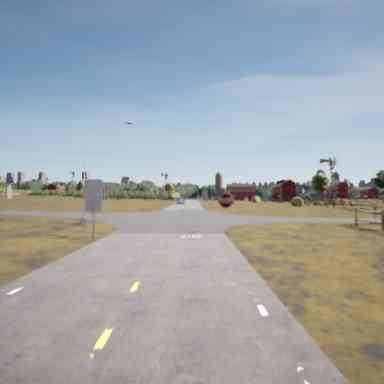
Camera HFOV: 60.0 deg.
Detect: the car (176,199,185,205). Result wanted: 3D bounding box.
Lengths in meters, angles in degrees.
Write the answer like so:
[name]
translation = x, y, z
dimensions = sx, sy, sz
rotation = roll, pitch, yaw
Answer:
[car]
translation = -2.537, 2.241, 76.725
dimensions = 1.812, 1.442, 4.674
rotation = 0, -1, 0
